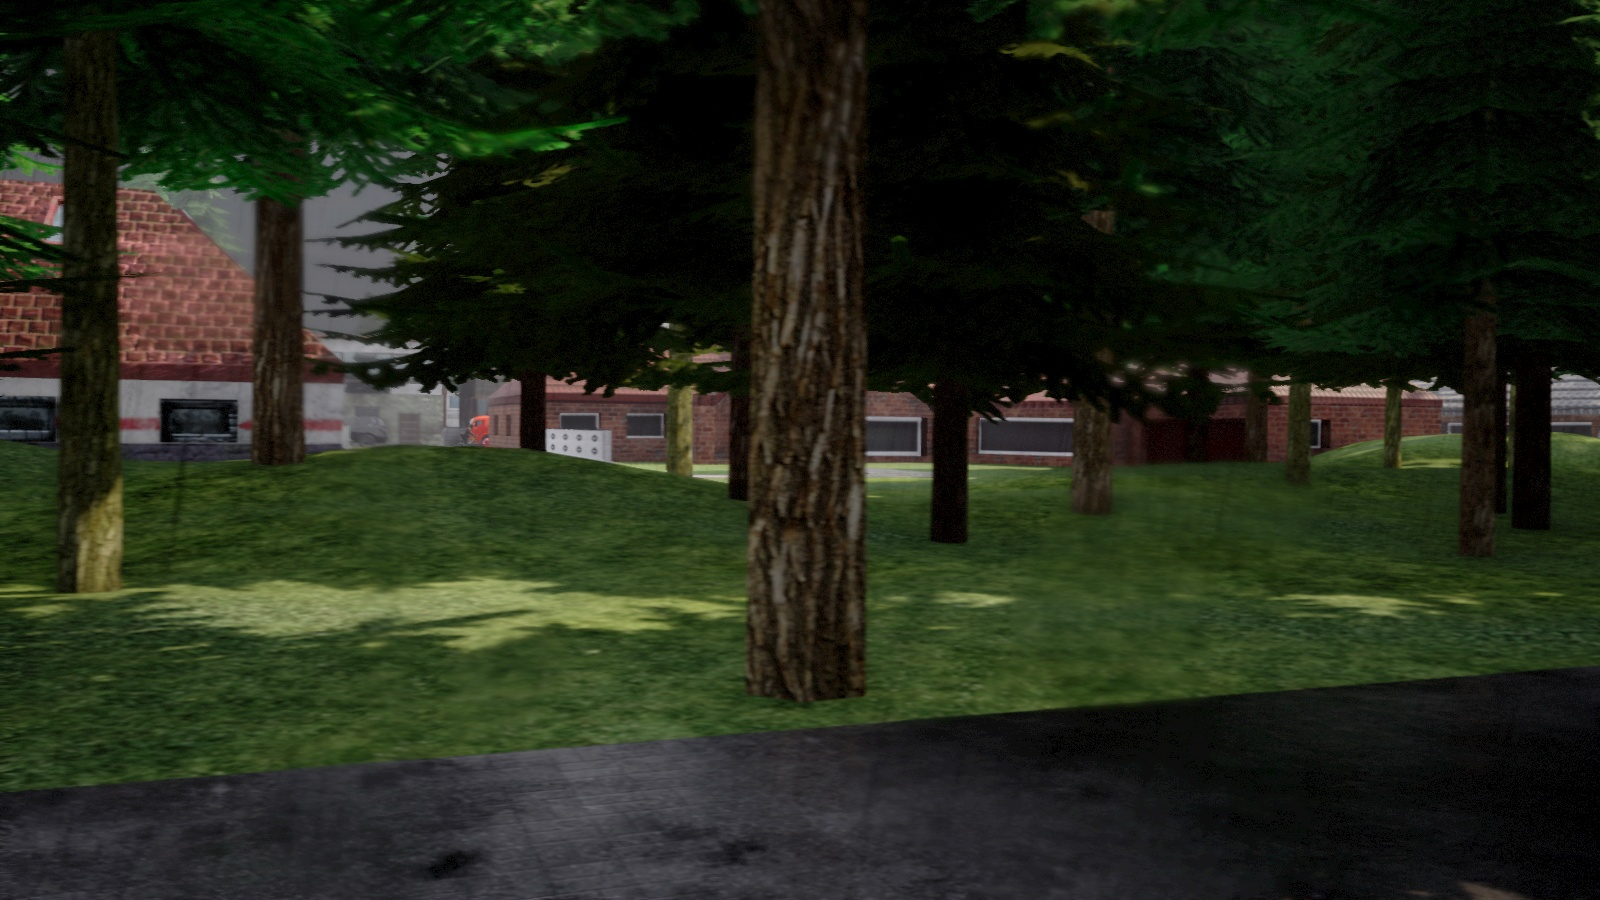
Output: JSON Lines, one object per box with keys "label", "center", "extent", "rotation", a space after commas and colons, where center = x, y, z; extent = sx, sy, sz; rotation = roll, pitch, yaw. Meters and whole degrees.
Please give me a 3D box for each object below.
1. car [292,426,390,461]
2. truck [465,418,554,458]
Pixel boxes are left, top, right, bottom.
{"label": "car", "center": [-28.016, -0.429, 76.744], "extent": [5.566, 2.045, 2.150], "rotation": [-1, 1, -20]}
{"label": "truck", "center": [-18.568, -0.795, 80.333], "extent": [5.204, 2.467, 2.627], "rotation": [-1, 1, -21]}
